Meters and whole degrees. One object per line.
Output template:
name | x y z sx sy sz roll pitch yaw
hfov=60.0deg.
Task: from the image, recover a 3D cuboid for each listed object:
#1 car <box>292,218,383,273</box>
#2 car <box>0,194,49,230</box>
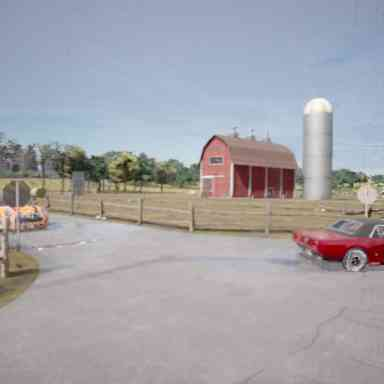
car | 5.492 1.434 9.524 4.718 1.301 1.895 1 1 -4
car | -9.000 0.898 16.615 4.553 1.767 2.097 2 3 43
